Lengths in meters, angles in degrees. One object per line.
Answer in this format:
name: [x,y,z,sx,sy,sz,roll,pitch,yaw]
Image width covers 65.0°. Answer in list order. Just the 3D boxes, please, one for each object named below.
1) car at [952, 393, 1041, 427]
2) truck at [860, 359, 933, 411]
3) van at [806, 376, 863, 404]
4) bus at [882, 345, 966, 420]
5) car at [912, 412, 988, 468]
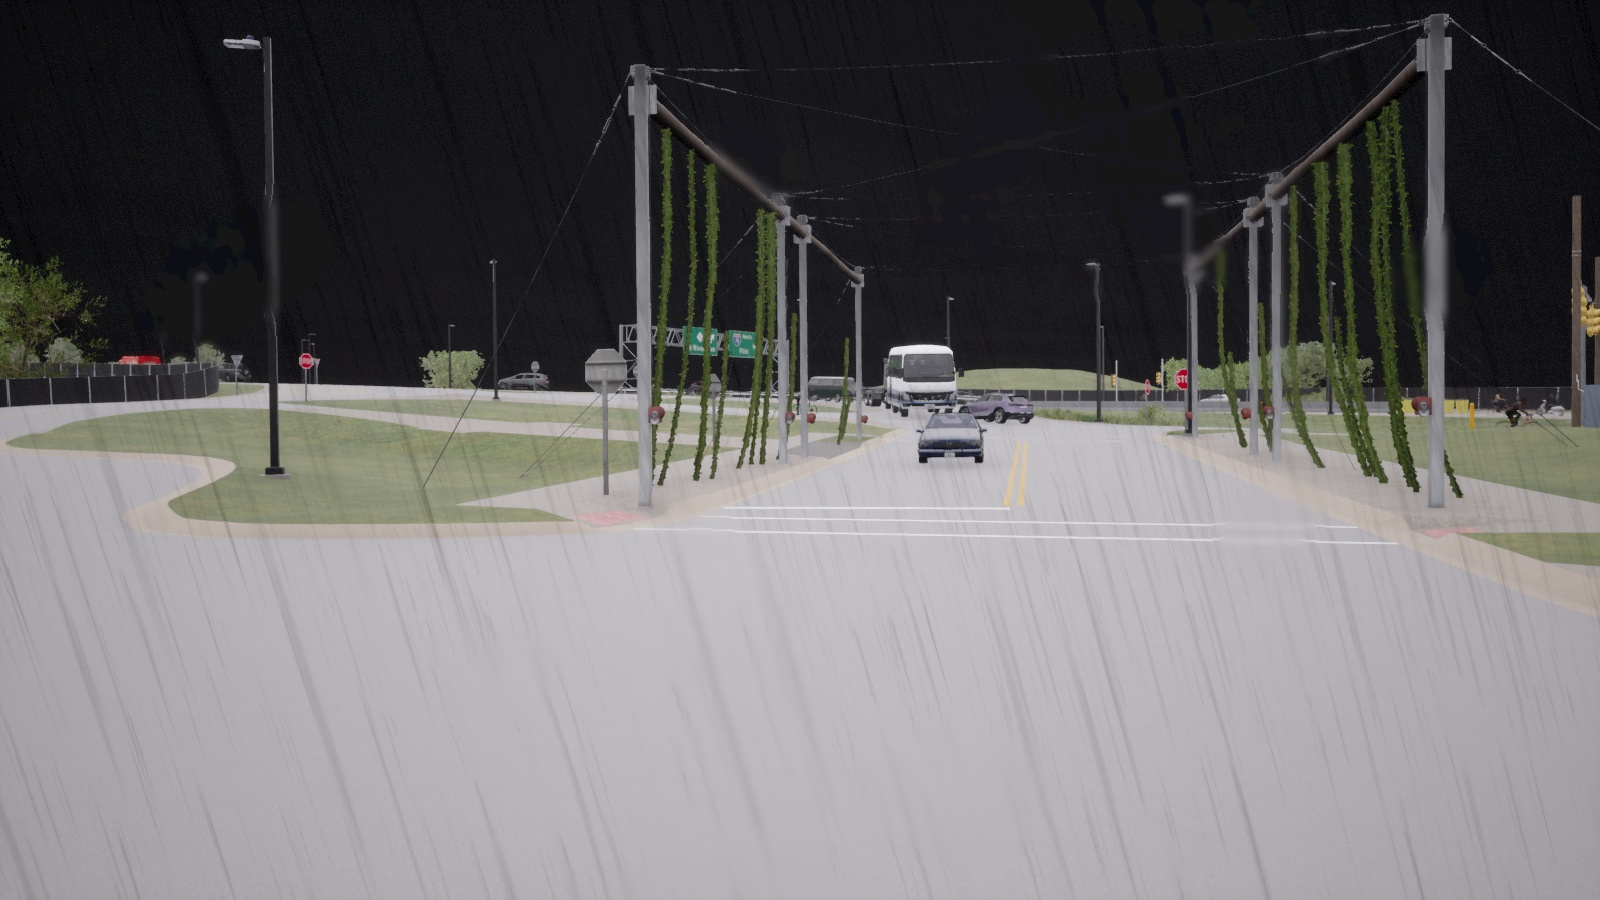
car: [10.474,-2.181,67.196,2.033,1.649,4.856,0,3,-30]
truck: [6.704,-4.677,88.364,2.891,3.462,7.936,-1,4,-13]
van: [2.654,-4.682,97.806,1.775,1.987,4.442,-2,5,-42]
bus: [7.442,-4.248,77.097,3.944,4.253,10.273,0,4,-1]
car: [4.461,-0.354,36.728,2.033,1.411,5.357,0,3,9]
